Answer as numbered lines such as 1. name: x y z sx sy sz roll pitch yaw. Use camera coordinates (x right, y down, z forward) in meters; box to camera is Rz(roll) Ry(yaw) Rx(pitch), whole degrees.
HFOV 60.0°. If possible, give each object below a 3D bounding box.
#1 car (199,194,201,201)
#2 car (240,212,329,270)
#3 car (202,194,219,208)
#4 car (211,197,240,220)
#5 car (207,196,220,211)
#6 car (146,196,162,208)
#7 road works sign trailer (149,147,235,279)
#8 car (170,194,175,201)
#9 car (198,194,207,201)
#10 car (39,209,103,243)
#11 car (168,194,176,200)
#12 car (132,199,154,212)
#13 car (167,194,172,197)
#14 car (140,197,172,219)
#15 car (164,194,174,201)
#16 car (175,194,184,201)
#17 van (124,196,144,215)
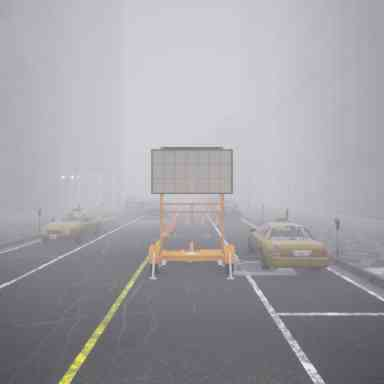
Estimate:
1. car: 2.859 1.478 61.403 1.967 1.590 4.097 0 0 0
2. car: 2.866 1.520 10.851 1.752 1.417 4.829 0 0 1
3. car: 2.859 1.322 44.485 2.192 1.841 5.009 0 0 0
4. car: 2.859 1.430 27.567 1.967 1.590 4.097 0 0 0
5. car: 2.860 1.433 33.205 1.967 1.590 4.097 0 0 0
6. car: -5.666 1.457 50.138 1.967 1.590 4.097 0 0 0
7. road works sign trailer: 0.000 0.460 9.960 2.380 3.560 2.880 0 0 0
8. car: -5.667 1.600 78.162 1.752 1.417 4.829 0 0 0
9. car: 2.858 1.433 89.601 2.192 1.841 5.009 0 0 0
10. car: -5.667 1.519 16.096 1.752 1.417 4.829 0 0 1
11. car: -5.667 1.455 95.249 2.192 1.841 5.009 0 0 0
12. car: -5.666 1.564 38.860 1.947 1.339 4.313 0 0 0
13. car: -5.666 1.631 67.055 1.802 1.307 4.206 0 0 0
14. car: -3.099 1.468 29.513 1.882 1.535 5.008 0 0 0
15. car: -5.667 1.410 83.970 2.192 1.841 5.009 0 0 0
16. car: -2.998 1.694 83.374 1.895 1.301 4.718 0 0 0
17. van: -5.665 1.334 33.221 1.690 1.788 3.998 0 0 0
